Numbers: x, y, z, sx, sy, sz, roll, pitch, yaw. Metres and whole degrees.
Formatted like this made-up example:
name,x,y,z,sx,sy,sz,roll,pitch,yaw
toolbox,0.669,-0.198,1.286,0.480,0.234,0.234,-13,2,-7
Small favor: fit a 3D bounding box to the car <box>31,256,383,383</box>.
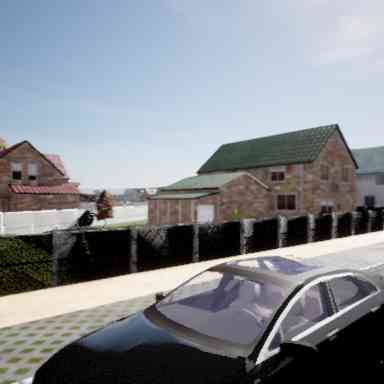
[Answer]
name,x,y,z,sx,sy,sz,roll,pitch,yaw
car,0.776,1.583,3.774,4.902,1.511,2.128,1,-2,-41
